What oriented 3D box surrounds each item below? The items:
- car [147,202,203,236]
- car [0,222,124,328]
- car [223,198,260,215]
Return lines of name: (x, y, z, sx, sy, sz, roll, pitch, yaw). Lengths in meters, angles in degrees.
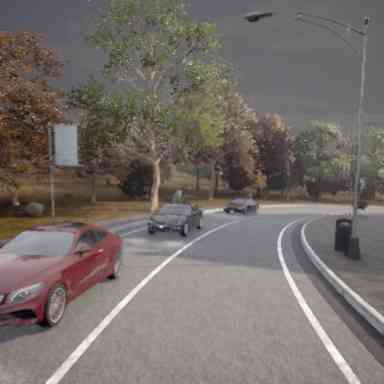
car: (-0.713, 1.286, 17.162, 1.837, 1.490, 4.892, 2, 1, 16)
car: (-2.851, 1.412, 7.001, 1.812, 1.442, 4.674, 1, 1, 7)
car: (4.652, 1.276, 30.368, 2.033, 1.411, 5.357, 4, 2, 29)
